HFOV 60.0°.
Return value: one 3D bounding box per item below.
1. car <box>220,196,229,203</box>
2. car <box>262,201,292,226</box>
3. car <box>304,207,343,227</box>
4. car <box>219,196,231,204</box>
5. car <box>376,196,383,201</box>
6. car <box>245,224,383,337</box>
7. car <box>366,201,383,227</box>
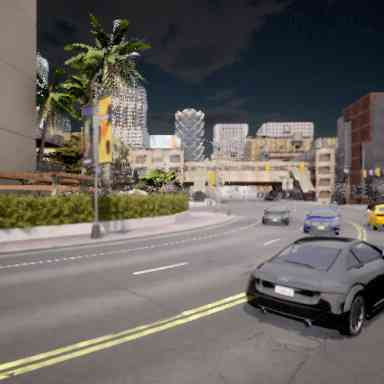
[{"bbox_3d":[8.450,1.975,86.799,2.185,1.767,4.553,0,0,3],"label":"car"},{"bbox_3d":[6.564,1.695,25.276,1.812,1.442,4.674,0,-1,20],"label":"car"},{"bbox_3d":[7.869,1.650,19.754,1.812,1.442,4.674,0,0,26],"label":"car"},{"bbox_3d":[8.257,2.054,80.374,2.097,1.535,5.008,0,0,3],"label":"car"},{"bbox_3d":[18.886,1.401,31.885,2.150,2.045,5.566,0,0,8],"label":"car"},{"bbox_3d":[2.970,1.608,6.891,4.181,1.385,1.994,0,-1,-44],"label":"car"},{"bbox_3d":[12.822,1.603,22.020,1.882,1.535,5.008,0,0,22],"label":"car"}]
